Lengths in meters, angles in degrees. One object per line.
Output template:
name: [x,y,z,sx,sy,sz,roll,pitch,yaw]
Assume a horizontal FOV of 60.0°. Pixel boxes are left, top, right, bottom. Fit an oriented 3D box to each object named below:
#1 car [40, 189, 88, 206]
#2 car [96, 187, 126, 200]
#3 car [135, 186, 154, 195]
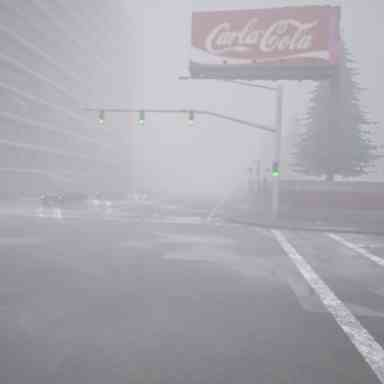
car: [-10.464,0.409,27.498,1.895,1.301,4.718,2,2,7]
car: [-9.138,0.142,37.698,1.895,1.301,4.718,2,2,8]
car: [-7.266,-0.279,51.855,2.033,1.411,5.357,2,2,8]
